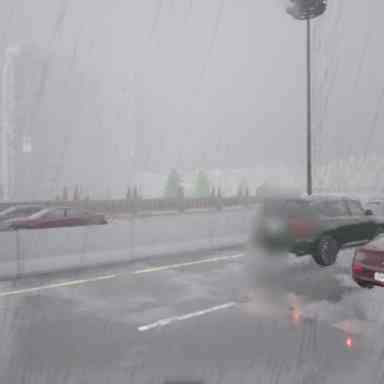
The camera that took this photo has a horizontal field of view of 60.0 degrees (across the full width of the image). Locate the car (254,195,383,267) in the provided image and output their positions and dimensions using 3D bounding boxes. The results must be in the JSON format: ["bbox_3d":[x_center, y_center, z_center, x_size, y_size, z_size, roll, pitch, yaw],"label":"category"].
[{"bbox_3d":[4.562,1.143,11.392,5.566,2.045,2.150,-1,0,-37],"label":"car"}]

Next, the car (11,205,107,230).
[{"bbox_3d":[-6.731,1.471,16.432,5.008,1.535,1.882,-1,0,-36],"label":"car"}]

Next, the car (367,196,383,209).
[{"bbox_3d":[22.228,1.235,39.659,1.994,1.385,4.181,0,0,35],"label":"car"}]

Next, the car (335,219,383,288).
[{"bbox_3d":[5.524,1.453,7.749,4.674,1.442,1.812,-1,0,-36],"label":"car"}]

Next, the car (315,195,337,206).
[{"bbox_3d":[19.230,1.212,47.626,2.033,1.411,5.357,0,0,33],"label":"car"}]

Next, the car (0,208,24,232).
[{"bbox_3d":[-8.480,1.520,10.851,4.902,1.511,2.128,-1,0,-36],"label":"car"}]

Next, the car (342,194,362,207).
[{"bbox_3d":[21.722,1.132,45.145,1.882,1.535,5.008,0,0,32],"label":"car"}]

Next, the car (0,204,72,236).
[{"bbox_3d":[-9.556,1.512,18.708,4.892,1.490,1.837,-1,0,-36],"label":"car"}]
